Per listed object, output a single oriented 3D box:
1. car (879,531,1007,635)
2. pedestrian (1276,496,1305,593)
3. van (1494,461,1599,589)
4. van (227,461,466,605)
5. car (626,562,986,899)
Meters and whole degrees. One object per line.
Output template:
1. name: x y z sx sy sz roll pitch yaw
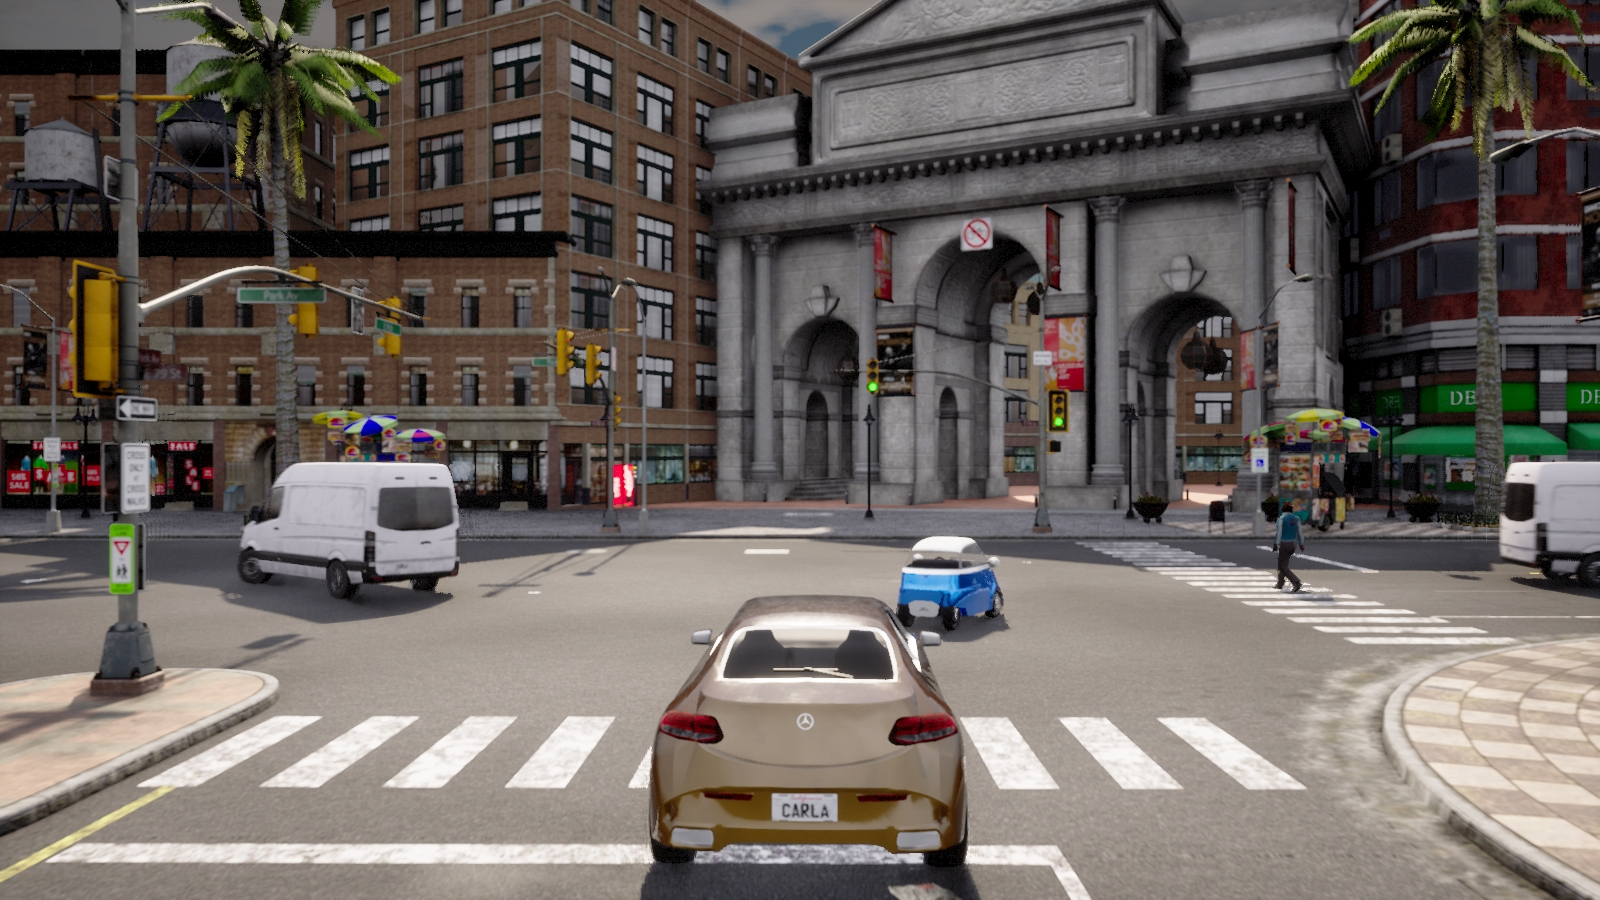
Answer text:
1. car: 2.373 2.119 18.653 1.481 1.376 2.207 0 0 25
2. pedestrian: 9.608 1.847 22.378 0.375 1.860 0.375 0 0 -16
3. van: 18.073 1.533 23.763 5.915 2.561 1.988 0 0 10
4. van: -9.391 1.532 23.333 5.915 2.561 1.988 0 -1 41
5. car: 0.119 1.991 9.332 2.152 1.651 5.027 0 0 2
